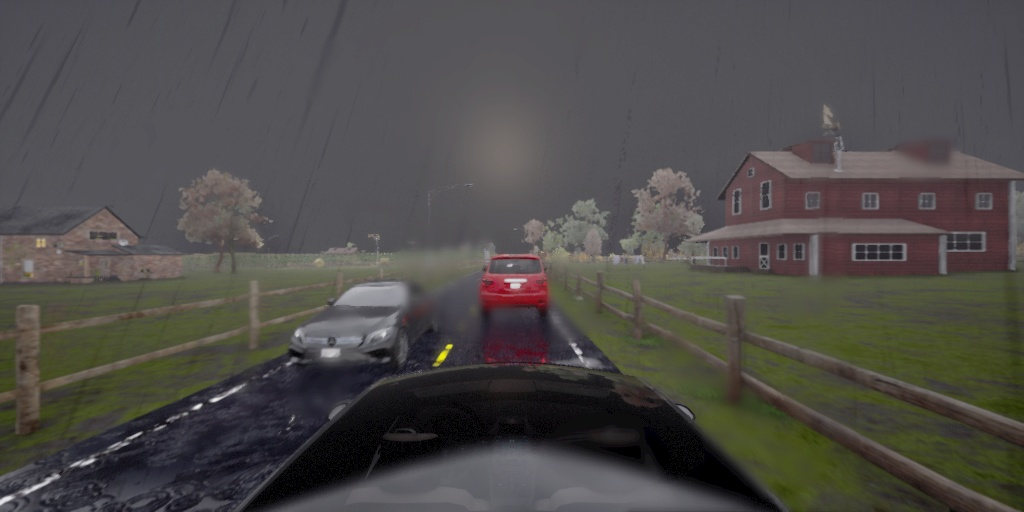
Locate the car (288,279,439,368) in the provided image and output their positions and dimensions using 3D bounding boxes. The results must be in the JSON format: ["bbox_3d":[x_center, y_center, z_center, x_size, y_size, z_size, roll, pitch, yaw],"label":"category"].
[{"bbox_3d":[-2.848,1.265,7.965,1.812,1.442,4.674,0,0,0],"label":"car"}]

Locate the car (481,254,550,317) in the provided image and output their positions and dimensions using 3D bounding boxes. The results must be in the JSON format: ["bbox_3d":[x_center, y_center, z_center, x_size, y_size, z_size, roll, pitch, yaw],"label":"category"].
[{"bbox_3d":[0.105,0.952,13.110,2.150,2.045,5.566,0,0,0],"label":"car"}]

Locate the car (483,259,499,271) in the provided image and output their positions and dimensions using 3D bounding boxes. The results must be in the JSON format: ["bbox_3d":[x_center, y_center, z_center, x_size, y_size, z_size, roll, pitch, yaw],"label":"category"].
[{"bbox_3d":[-2.813,1.177,48.425,1.882,1.535,5.008,0,0,0],"label":"car"}]
